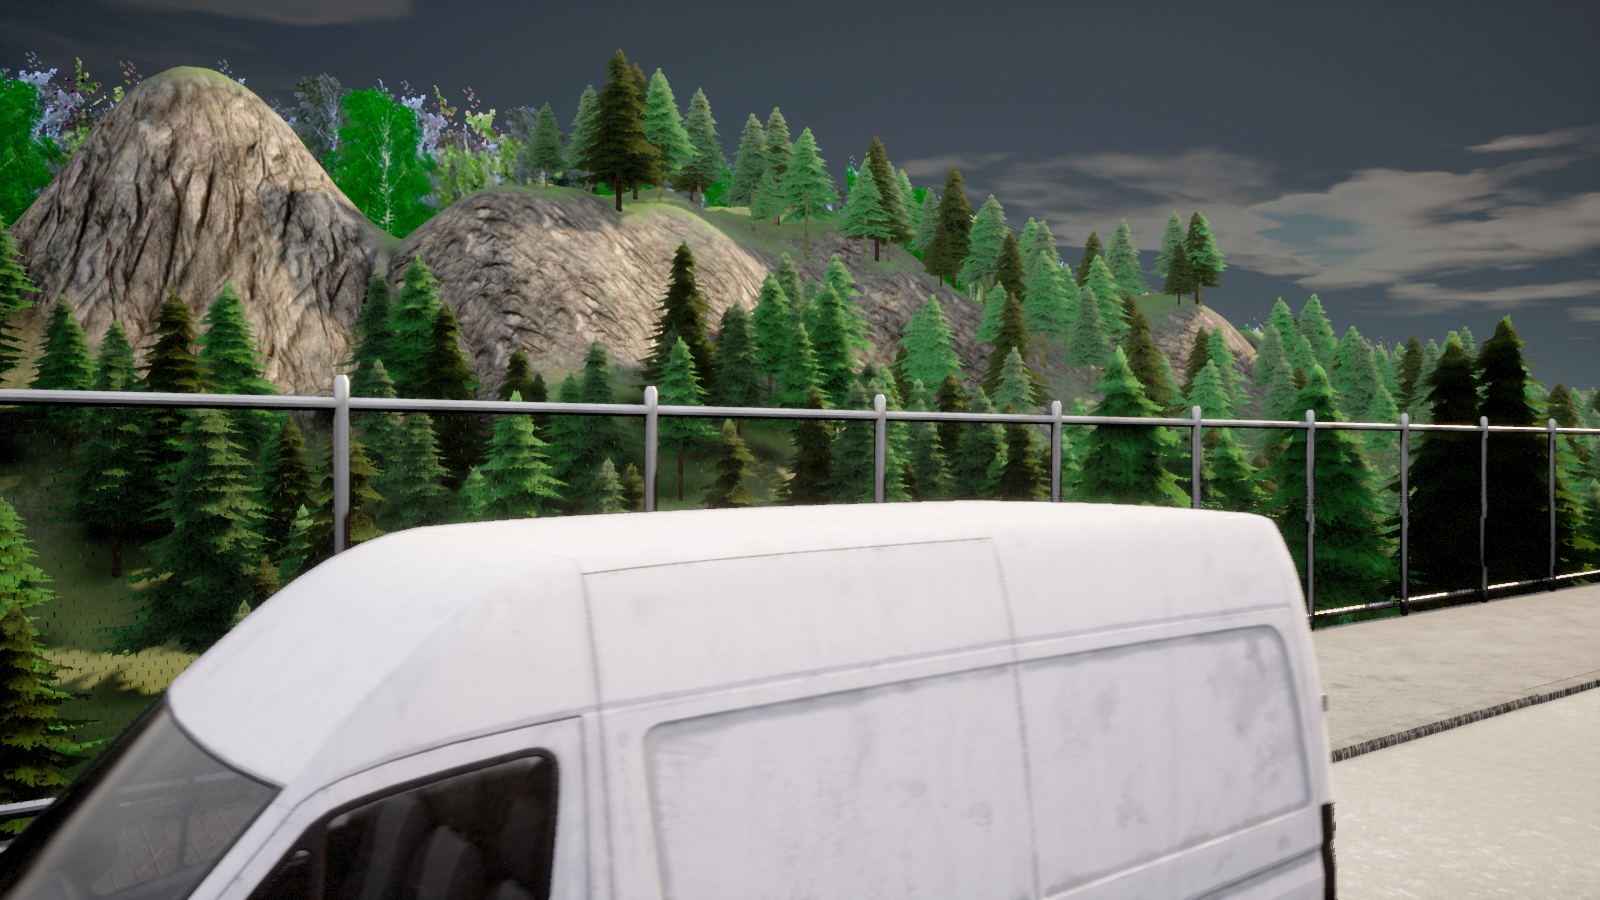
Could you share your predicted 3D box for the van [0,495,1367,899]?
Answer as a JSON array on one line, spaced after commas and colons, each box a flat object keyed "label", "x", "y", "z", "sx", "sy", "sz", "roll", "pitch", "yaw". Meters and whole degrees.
[{"label": "van", "x": -0.566, "y": 1.534, "z": 3.983, "sx": 5.915, "sy": 2.561, "sz": 1.988, "roll": 0, "pitch": 0, "yaw": -35}]
